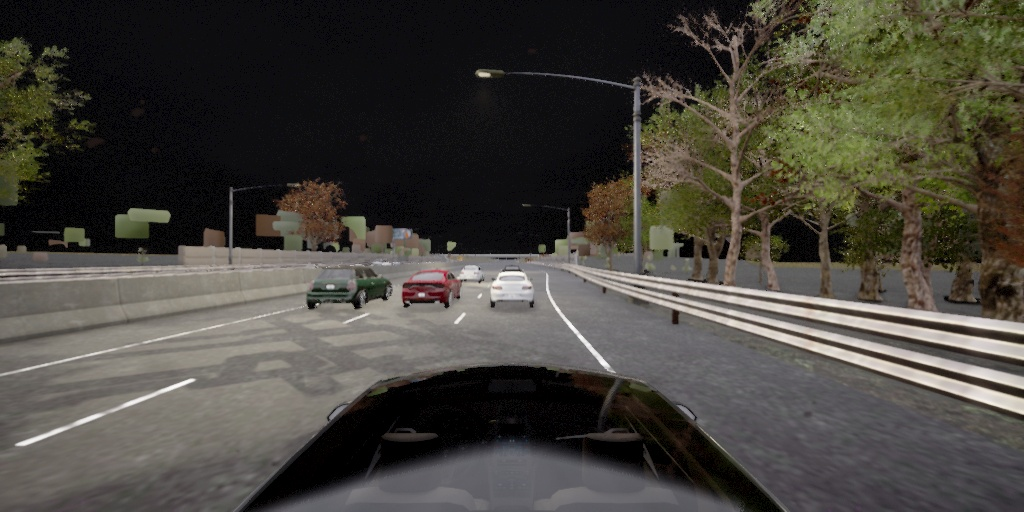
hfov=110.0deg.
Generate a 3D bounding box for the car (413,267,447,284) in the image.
[{"bbox_3d":[-6.983,1.642,30.967,1.895,1.301,4.718,0,-1,0],"label":"car"}]

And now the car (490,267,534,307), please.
[{"bbox_3d":[0.013,1.417,16.229,1.812,1.442,4.674,0,0,0],"label":"car"}]

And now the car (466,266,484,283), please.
[{"bbox_3d":[-3.479,1.570,31.226,1.812,1.442,4.674,0,0,0],"label":"car"}]

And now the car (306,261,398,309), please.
[{"bbox_3d":[-6.990,1.238,15.934,2.097,1.767,4.553,0,-1,0],"label":"car"}]

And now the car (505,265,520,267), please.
[{"bbox_3d":[0.020,1.551,31.157,1.837,1.490,4.892,0,0,0],"label":"car"}]

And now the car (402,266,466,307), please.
[{"bbox_3d":[-3.486,1.370,16.341,1.882,1.535,5.008,0,0,0],"label":"car"}]
